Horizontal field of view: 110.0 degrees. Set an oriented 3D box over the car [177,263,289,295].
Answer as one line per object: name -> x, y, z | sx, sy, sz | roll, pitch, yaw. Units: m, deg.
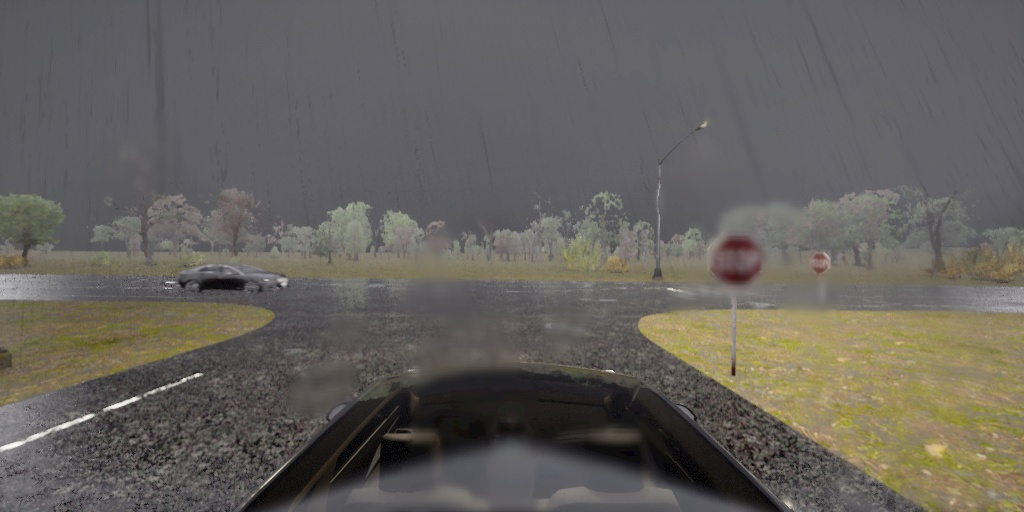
car -> -13.993, 1.127, 18.149 | 4.902, 1.511, 2.128 | 1, 1, 0
